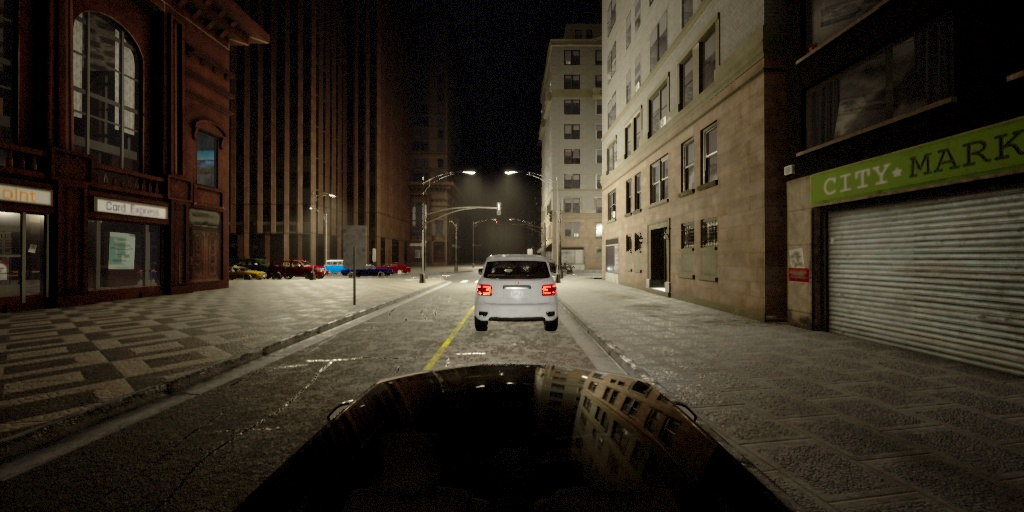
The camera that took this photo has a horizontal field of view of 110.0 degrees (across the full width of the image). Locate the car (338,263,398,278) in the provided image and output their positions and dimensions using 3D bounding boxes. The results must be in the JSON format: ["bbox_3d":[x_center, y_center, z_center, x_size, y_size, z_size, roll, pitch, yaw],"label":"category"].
[{"bbox_3d":[-14.132,1.506,35.335,4.718,1.301,1.895,-1,0,0],"label":"car"}]

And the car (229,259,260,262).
[{"bbox_3d":[-25.305,1.261,35.381,5.566,2.045,2.150,-1,0,0],"label":"car"}]

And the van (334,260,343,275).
[{"bbox_3d":[-19.584,1.340,41.311,3.998,1.789,1.690,0,0,0],"label":"van"}]

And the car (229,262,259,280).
[{"bbox_3d":[-25.063,1.552,32.807,4.829,1.417,1.751,0,0,0],"label":"car"}]

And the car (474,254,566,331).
[{"bbox_3d":[0.104,0.974,11.090,2.150,2.045,5.566,0,0,0],"label":"car"}]

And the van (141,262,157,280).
[{"bbox_3d":[-30.857,1.435,32.830,3.998,1.789,1.690,0,0,0],"label":"van"}]

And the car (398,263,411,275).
[{"bbox_3d":[-13.960,1.477,41.288,4.507,1.381,1.888,0,0,0],"label":"car"}]

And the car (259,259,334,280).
[{"bbox_3d":[-19.609,1.273,32.785,5.009,1.841,2.192,0,0,0],"label":"car"}]

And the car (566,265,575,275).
[{"bbox_3d":[3.951,1.216,35.851,4.674,1.442,1.812,-1,1,26],"label":"car"}]

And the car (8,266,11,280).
[{"bbox_3d":[-47.730,1.849,32.898,4.403,1.370,2.007,0,0,0],"label":"car"}]

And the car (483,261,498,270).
[{"bbox_3d":[-3.065,1.346,51.955,1.895,1.301,4.718,0,0,0],"label":"car"}]
